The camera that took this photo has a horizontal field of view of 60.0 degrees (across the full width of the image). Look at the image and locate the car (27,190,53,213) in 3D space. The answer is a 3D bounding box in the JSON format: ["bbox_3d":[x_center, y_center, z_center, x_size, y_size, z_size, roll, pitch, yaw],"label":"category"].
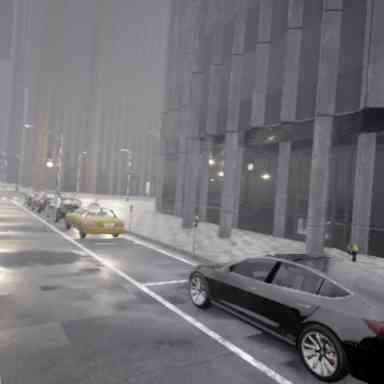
[{"bbox_3d":[-10.616,0.654,24.579,1.967,1.590,4.097,4,0,-33],"label":"car"}]

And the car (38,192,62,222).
[{"bbox_3d":[-7.556,0.990,19.850,2.008,1.369,4.403,4,0,-33],"label":"car"}]

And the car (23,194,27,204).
[{"bbox_3d":[-13.690,0.539,29.308,2.008,1.369,4.403,4,0,-33],"label":"car"}]

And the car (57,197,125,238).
[{"bbox_3d":[-4.580,1.183,15.264,1.752,1.417,4.829,4,0,-33],"label":"car"}]

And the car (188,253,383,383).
[{"bbox_3d":[1.643,1.677,5.664,1.947,1.339,4.313,4,0,-33],"label":"car"}]
